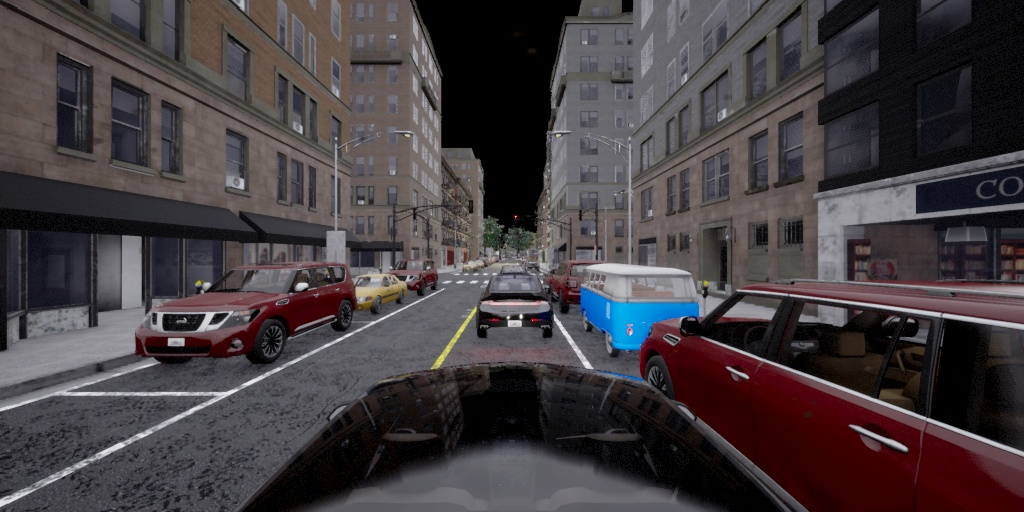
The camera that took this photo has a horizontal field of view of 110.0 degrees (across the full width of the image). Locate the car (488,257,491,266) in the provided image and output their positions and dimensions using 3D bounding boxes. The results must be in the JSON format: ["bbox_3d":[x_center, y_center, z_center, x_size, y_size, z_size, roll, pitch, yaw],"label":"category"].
[{"bbox_3d":[-5.365,1.061,63.084,2.192,1.841,5.009,0,0,0],"label":"car"}]

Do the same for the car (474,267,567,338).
[{"bbox_3d":[0.079,1.241,10.140,2.128,1.511,4.902,0,0,0],"label":"car"}]

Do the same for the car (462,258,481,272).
[{"bbox_3d":[-5.383,1.272,46.468,1.751,1.417,4.829,0,0,0],"label":"car"}]

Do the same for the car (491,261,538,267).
[{"bbox_3d":[0.082,1.240,20.191,2.128,1.511,4.902,0,0,-1],"label":"car"}]

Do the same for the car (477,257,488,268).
[{"bbox_3d":[-5.371,1.272,57.432,1.751,1.417,4.829,0,0,0],"label":"car"}]

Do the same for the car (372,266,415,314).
[{"bbox_3d":[-5.391,1.275,13.782,1.751,1.417,4.829,0,0,0],"label":"car"}]

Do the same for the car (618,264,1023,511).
[{"bbox_3d":[2.638,1.065,2.587,2.192,1.841,5.009,0,0,0],"label":"car"}]

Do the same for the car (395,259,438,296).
[{"bbox_3d":[-5.388,1.063,19.631,2.192,1.841,5.009,0,0,0],"label":"car"}]

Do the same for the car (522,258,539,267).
[{"bbox_3d":[2.670,1.297,46.633,2.007,1.370,4.403,0,0,0],"label":"car"}]

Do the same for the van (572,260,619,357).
[{"bbox_3d":[2.642,1.091,8.266,1.690,1.789,3.998,0,0,0],"label":"van"}]

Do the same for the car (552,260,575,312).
[{"bbox_3d":[2.646,1.064,13.945,2.192,1.841,5.009,0,0,0],"label":"car"}]

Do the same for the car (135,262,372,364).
[{"bbox_3d":[-5.394,1.064,8.274,2.192,1.841,5.009,0,0,0],"label":"car"}]
